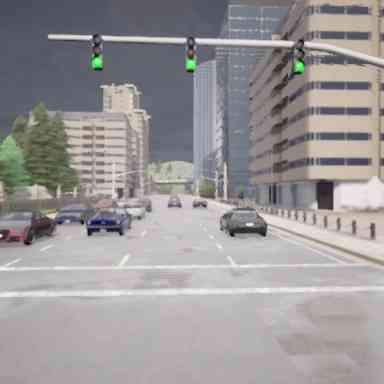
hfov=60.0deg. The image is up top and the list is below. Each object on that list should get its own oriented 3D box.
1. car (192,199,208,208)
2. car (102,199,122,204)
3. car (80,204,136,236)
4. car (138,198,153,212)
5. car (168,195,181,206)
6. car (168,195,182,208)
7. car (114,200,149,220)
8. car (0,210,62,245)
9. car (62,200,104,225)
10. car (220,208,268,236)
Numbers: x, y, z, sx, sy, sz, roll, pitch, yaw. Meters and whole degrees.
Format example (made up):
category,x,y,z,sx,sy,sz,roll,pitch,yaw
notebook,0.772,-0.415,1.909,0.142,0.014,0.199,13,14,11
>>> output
category,x,y,z,sx,sy,sz,roll,pitch,yaw
car,1.068,1.592,46.943,1.895,1.301,4.718,0,0,-3
car,-8.798,1.473,34.227,1.882,1.535,5.008,0,0,-3
car,-4.492,1.598,18.604,1.895,1.301,4.718,0,0,-3
car,-5.454,1.499,37.842,1.837,1.490,4.892,0,0,-3
car,-2.918,1.342,55.666,2.097,1.767,4.553,0,0,-3
car,-2.462,1.555,47.338,1.994,1.385,4.181,0,0,-3
car,-4.974,1.597,27.756,1.895,1.301,4.718,0,0,-3
car,-7.816,1.562,15.278,1.994,1.385,4.181,0,0,-3
car,-8.314,1.544,24.507,2.033,1.411,5.357,0,0,-3
car,2.725,1.560,18.310,1.994,1.385,4.181,0,0,-3
